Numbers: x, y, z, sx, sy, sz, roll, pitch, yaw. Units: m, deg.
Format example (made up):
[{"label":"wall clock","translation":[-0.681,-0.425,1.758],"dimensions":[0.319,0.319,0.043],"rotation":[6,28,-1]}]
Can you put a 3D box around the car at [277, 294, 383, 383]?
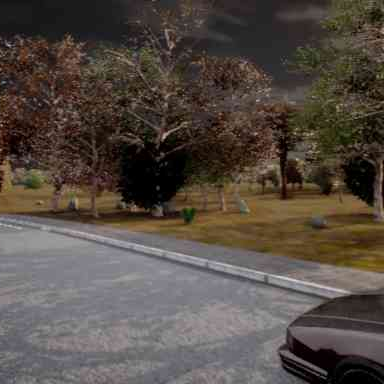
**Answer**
[{"label":"car","translation":[3.331,1.505,2.337],"dimensions":[2.033,1.411,5.357],"rotation":[-1,1,-42]}]
